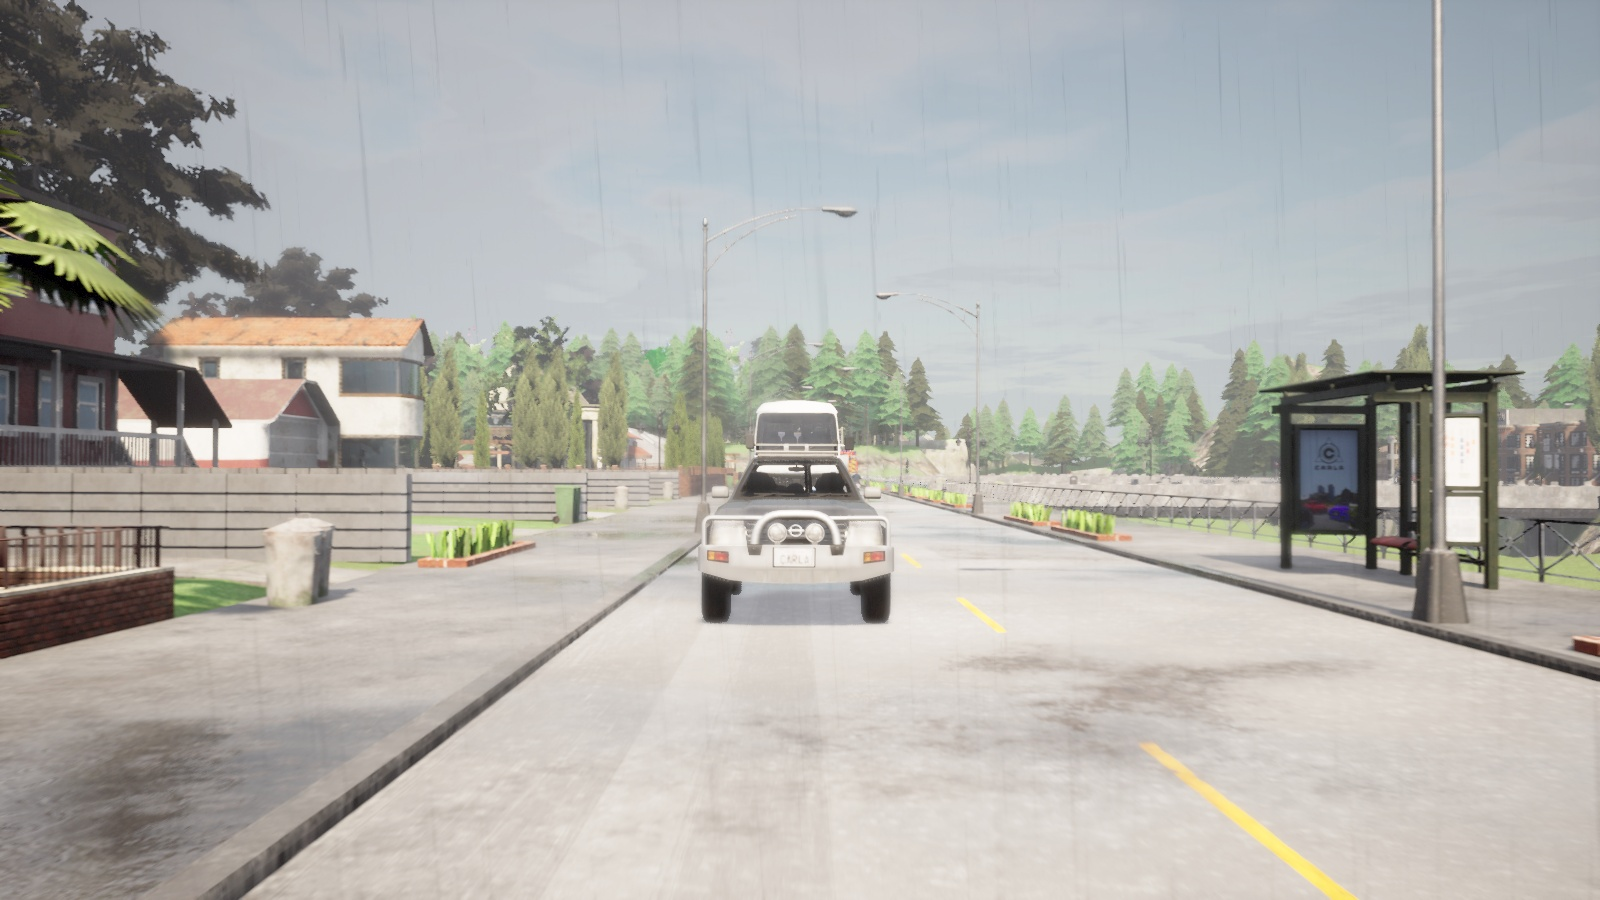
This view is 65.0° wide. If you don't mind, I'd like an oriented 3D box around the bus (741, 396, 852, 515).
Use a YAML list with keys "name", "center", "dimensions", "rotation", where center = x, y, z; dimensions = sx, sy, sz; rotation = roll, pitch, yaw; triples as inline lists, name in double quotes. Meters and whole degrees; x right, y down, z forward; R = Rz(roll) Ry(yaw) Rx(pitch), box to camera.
- name: "bus"
  center: [-0.123, 0.274, 49.926]
  dimensions: [3.944, 4.253, 10.273]
  rotation: [0, -1, 0]

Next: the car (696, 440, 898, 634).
- name: "car"
  center: [-0.034, 0.871, 14.328]
  dimensions: [1.932, 1.855, 4.605]
  rotation: [0, -1, 0]
